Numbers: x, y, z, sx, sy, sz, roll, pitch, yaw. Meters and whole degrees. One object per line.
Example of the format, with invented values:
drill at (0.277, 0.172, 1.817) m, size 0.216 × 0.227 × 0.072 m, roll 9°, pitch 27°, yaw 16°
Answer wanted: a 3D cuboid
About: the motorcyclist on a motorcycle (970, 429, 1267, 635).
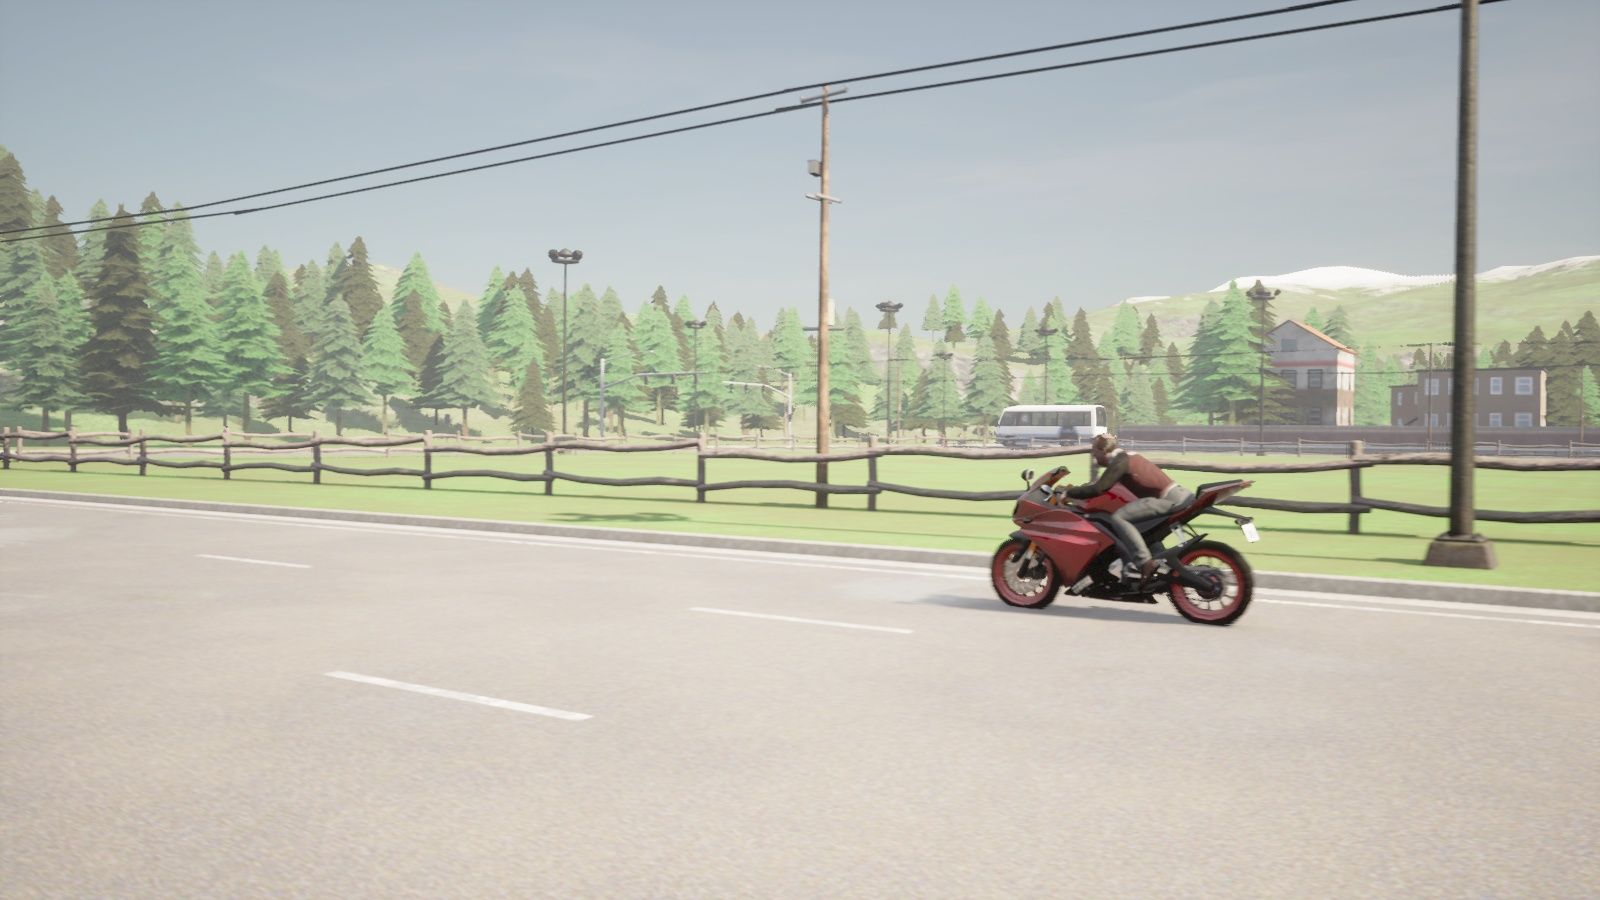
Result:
motorcyclist on a motorcycle at (2.587, 0.604, 10.309) m, size 2.191 × 1.530 × 0.866 m, roll 0°, pitch 1°, yaw 34°
